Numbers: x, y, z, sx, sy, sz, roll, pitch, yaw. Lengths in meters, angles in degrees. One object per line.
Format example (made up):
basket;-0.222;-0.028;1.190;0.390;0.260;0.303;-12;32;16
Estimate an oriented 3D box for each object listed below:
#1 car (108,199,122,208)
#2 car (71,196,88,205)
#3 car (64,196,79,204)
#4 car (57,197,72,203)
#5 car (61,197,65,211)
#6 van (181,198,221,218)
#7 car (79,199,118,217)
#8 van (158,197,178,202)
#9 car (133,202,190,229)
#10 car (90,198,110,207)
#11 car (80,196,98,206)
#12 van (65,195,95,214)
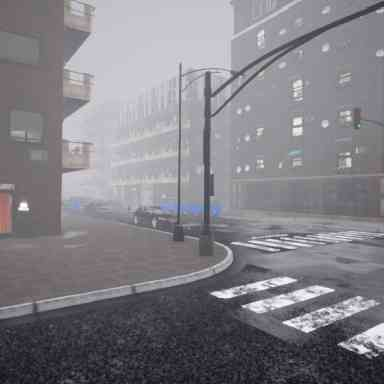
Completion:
car;-11.771;1.683;49.128;1.887;1.381;4.507;1;-1;-35
car;-21.301;1.606;62.943;1.967;1.590;4.097;1;-1;-35
car;-24.477;1.614;67.548;1.967;1.590;4.097;1;-1;-35
car;-27.655;1.727;72.152;1.887;1.381;4.507;1;-1;-35
car;-15.080;1.581;40.048;2.008;1.369;4.403;1;-1;-35
van;0.938;1.439;30.710;1.690;1.788;3.998;1;-1;-35
car;-8.727;1.592;30.839;1.802;1.307;4.206;1;-1;-35
van;-2.239;1.450;35.315;1.690;1.788;3.998;1;-1;-35
car;-2.373;1.540;21.629;2.008;1.369;4.403;1;-1;-35
car;-14.948;1.730;53.732;1.802;1.307;4.206;1;-1;-35
car;-18.124;1.597;58.338;1.967;1.590;4.097;1;-1;-35
van;-11.902;1.361;35.445;1.690;1.788;3.998;1;-1;-35
